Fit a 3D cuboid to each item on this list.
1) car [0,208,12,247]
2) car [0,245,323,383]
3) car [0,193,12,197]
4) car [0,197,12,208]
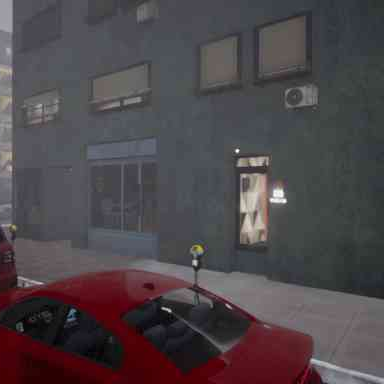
[{"bbox_3d":[-5.537,1.314,6.736,5.009,1.841,2.192,0,0,35],"label":"car"},{"bbox_3d":[-1.009,1.544,3.565,4.507,1.381,1.887,0,0,35],"label":"car"},{"bbox_3d":[-18.557,1.031,31.827,2.192,1.841,5.009,2,2,35],"label":"car"},{"bbox_3d":[-17.657,1.368,28.592,1.895,1.301,4.718,1,1,34],"label":"car"}]
